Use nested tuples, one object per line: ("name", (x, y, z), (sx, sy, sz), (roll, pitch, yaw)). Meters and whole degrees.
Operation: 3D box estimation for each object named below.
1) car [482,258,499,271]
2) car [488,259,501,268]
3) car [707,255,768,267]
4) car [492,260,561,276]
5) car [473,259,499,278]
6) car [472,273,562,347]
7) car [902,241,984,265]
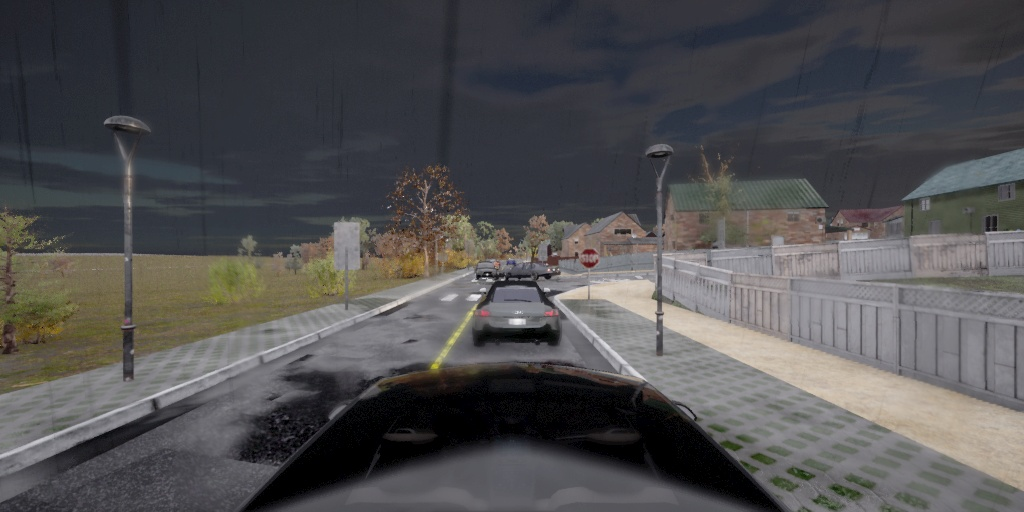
("car", (-2.969, 1.120, 51.080), (2.097, 1.767, 4.553), (0, 0, 0))
("car", (-2.979, 1.256, 61.117), (1.882, 1.535, 5.008), (0, 0, 0))
("car", (14.336, 0.413, 22.770), (4.181, 1.385, 1.994), (-3, 0, 16))
("car", (1.271, 1.197, 28.361), (5.357, 1.411, 2.033), (-4, -3, 43))
("car", (-2.324, 1.257, 31.264), (1.837, 1.490, 4.892), (0, 0, -8))
("car", (0.084, 1.313, 9.344), (1.994, 1.385, 4.181), (0, 0, -1))
("car", (23.842, -0.208, 20.372), (4.902, 1.511, 2.128), (-3, 0, 14))
